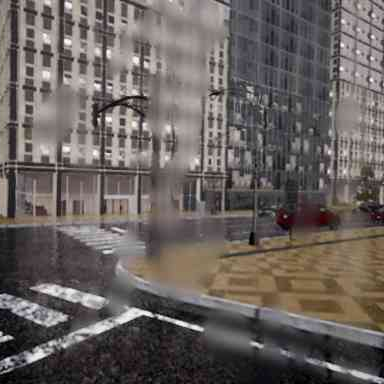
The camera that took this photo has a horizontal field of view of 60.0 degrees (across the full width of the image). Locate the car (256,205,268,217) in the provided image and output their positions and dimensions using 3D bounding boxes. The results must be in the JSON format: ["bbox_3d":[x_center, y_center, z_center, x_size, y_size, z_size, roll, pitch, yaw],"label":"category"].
[{"bbox_3d":[8.068,1.729,31.961,4.403,1.369,2.008,1,1,-34],"label":"car"}]

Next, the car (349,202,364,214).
[{"bbox_3d":[17.290,1.791,38.261,4.829,1.417,1.752,1,1,-34],"label":"car"}]

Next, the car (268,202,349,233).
[{"bbox_3d":[7.837,1.651,22.254,5.009,1.841,2.192,1,1,-34],"label":"car"}]

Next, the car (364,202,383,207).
[{"bbox_3d":[22.110,1.878,41.556,4.313,1.339,1.947,1,1,-34],"label":"car"}]

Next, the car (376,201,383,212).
[{"bbox_3d":[26.790,1.938,44.755,4.206,1.307,1.802,1,1,-34],"label":"car"}]

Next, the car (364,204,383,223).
[{"bbox_3d":[17.192,1.969,28.654,4.507,1.381,1.887,1,1,-34],"label":"car"}]
